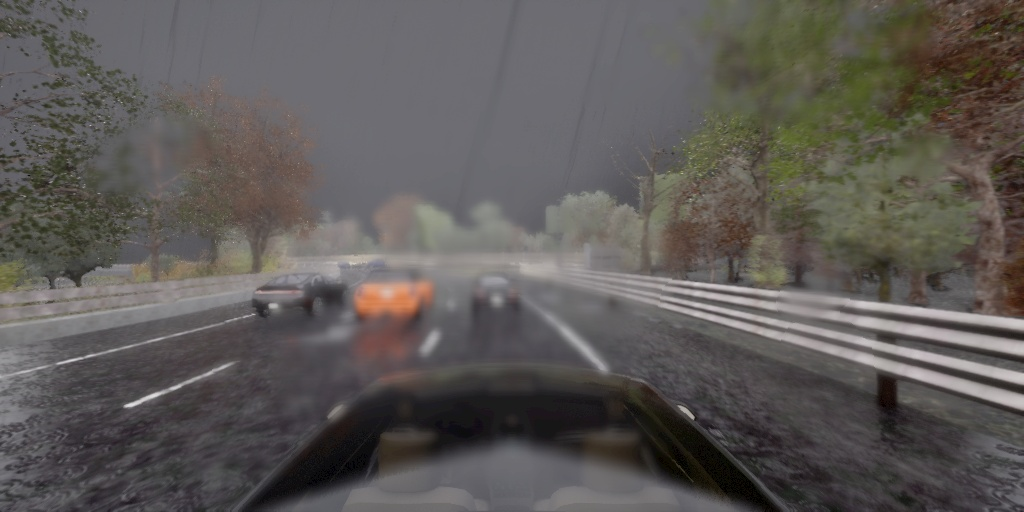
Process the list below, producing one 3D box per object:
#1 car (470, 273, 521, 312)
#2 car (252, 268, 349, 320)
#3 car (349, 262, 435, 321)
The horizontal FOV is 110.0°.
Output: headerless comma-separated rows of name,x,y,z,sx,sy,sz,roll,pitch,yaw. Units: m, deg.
car,-0.733,1.405,14.827,1.812,1.442,4.674,0,-1,-6
car,-7.689,1.406,13.633,2.128,1.511,4.902,0,0,-7
car,-4.155,1.240,13.443,2.097,1.767,4.553,0,-1,-6
